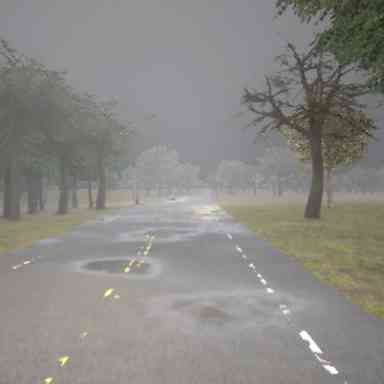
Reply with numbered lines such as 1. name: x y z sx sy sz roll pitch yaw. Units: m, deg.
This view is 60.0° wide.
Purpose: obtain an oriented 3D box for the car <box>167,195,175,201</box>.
1. car: -5.225 1.566 83.779 1.882 1.535 5.008 0 0 1
